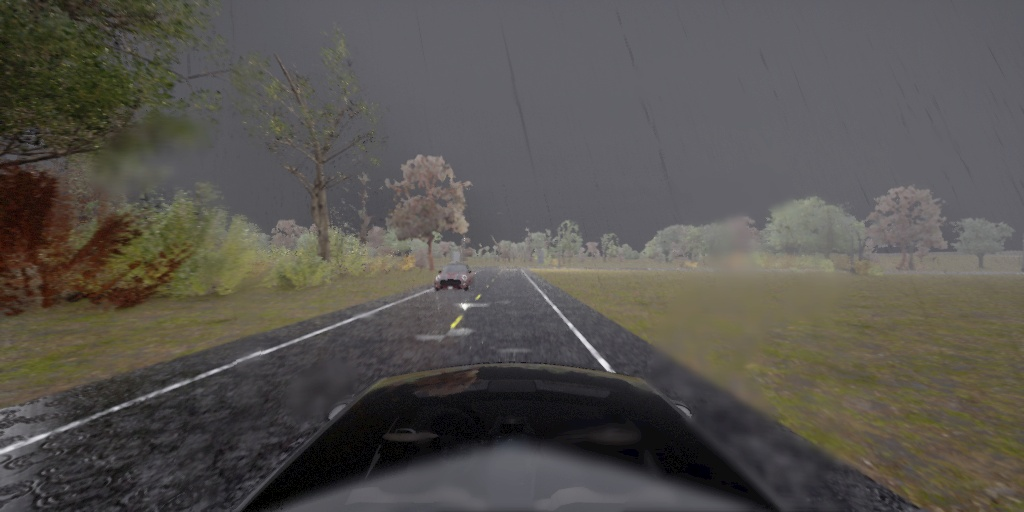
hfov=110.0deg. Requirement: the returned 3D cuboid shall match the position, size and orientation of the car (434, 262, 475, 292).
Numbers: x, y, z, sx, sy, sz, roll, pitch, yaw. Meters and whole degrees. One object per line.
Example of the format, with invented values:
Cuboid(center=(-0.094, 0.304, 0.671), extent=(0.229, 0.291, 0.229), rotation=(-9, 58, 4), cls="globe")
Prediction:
Cuboid(center=(-3.602, 1.287, 23.187), extent=(2.097, 1.767, 4.553), rotation=(0, 0, 0), cls="car")
